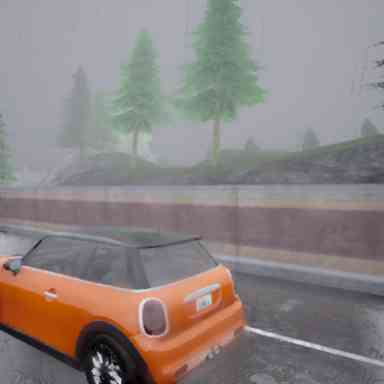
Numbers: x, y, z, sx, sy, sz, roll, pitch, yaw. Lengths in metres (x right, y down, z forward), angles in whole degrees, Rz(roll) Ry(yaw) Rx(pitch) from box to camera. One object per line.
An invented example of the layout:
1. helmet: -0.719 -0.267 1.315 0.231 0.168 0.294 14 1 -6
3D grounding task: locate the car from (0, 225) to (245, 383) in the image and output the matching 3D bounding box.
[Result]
1. car: -1.565 1.310 5.180 4.553 1.767 2.097 0 0 37
